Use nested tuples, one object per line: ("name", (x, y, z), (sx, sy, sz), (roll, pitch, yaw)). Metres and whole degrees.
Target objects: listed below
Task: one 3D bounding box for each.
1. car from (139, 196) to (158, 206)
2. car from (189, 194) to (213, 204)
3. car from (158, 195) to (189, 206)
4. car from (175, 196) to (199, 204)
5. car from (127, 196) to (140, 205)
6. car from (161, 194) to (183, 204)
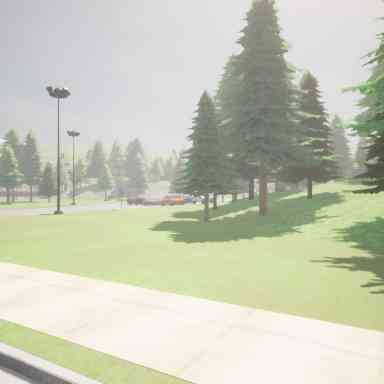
("car", (-6.255, 1.604, 56.362), (1.895, 1.301, 4.718), (0, 0, 32))
("car", (2.065, 1.224, 63.424), (2.150, 2.045, 5.566), (0, 0, 31))
("car", (-3.050, 1.354, 54.890), (2.097, 1.767, 4.553), (0, 0, 32))
("car", (-0.943, 1.550, 65.214), (2.033, 1.411, 5.357), (0, 0, 31))
("car", (-9.275, 1.495, 58.135), (2.128, 1.511, 4.902), (0, 0, 32))
("car", (-3.951, 1.355, 67.004), (2.097, 1.767, 4.553), (0, 0, 31))
